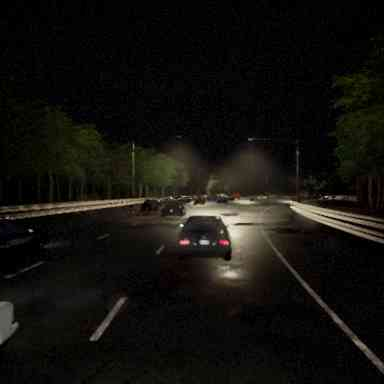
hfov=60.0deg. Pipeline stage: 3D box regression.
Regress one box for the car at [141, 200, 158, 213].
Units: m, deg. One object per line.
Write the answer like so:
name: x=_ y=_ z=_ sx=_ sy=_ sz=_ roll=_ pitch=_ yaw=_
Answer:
car: x=-4.686 y=1.642 z=39.187 sx=1.812 sy=1.442 sz=4.674 roll=0 pitch=0 yaw=6

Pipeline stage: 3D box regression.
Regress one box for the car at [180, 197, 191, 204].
car: x=-1.380 y=1.669 z=65.460 sx=2.128 sy=1.511 sz=4.902 roll=0 pitch=0 yaw=9

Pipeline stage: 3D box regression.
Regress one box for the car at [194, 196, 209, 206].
car: x=1.539 y=1.683 z=60.958 sx=1.837 sy=1.490 sz=4.892 roll=0 pitch=0 yaw=8

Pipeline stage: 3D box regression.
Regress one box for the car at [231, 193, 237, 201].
car: x=10.571 y=1.785 z=91.368 sx=1.994 sy=1.385 sz=4.181 roll=0 pitch=0 yaw=13

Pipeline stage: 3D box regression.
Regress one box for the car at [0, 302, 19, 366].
car: x=-3.215 y=1.601 z=2.196 sx=1.895 sy=1.301 sz=4.718 roll=0 pitch=0 yaw=1

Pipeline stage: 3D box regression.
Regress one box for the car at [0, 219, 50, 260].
car: x=-6.660 y=1.575 z=10.762 sx=2.033 sy=1.411 sz=5.357 roll=0 pitch=0 yaw=3

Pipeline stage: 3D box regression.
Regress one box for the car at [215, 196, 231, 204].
car: x=6.768 y=1.759 z=72.135 sx=1.994 sy=1.385 sz=4.181 roll=0 pitch=0 yaw=10

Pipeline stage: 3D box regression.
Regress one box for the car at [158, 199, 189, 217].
car: x=-1.722 y=1.689 z=32.437 sx=1.994 sy=1.385 sz=4.181 roll=0 pitch=0 yaw=5

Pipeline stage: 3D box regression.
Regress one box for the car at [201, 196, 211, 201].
car: x=3.988 y=1.816 z=94.025 sx=1.895 sy=1.301 sz=4.718 roll=0 pitch=0 yaw=13

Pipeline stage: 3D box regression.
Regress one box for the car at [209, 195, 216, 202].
car: x=5.238 y=1.570 z=83.006 sx=2.097 sy=1.767 sz=4.553 roll=0 pitch=0 yaw=11

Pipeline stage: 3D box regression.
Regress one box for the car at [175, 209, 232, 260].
car: x=0.479 y=1.606 z=12.696 sx=2.033 sy=1.411 sz=5.357 roll=0 pitch=0 yaw=2
